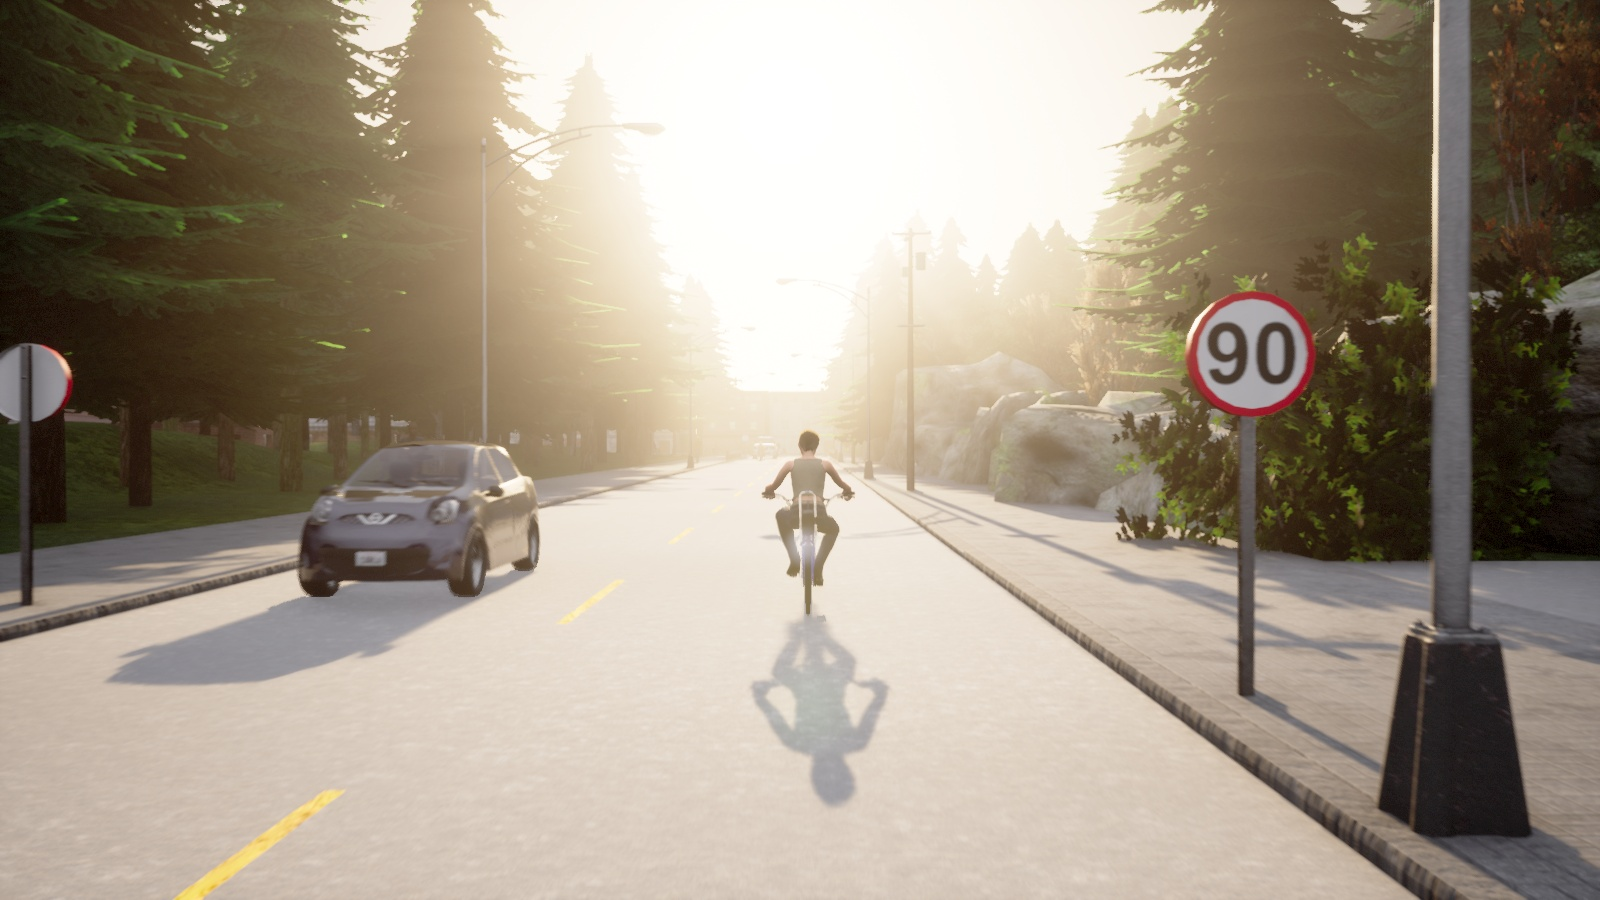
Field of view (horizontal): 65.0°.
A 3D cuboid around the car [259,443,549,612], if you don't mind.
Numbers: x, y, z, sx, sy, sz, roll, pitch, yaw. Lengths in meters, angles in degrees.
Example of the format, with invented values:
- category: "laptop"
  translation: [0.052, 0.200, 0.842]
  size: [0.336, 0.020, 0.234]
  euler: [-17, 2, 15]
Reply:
- category: "car"
  translation: [-3.912, 0.683, 13.063]
  size: [1.845, 1.501, 3.633]
  euler: [0, 0, 0]

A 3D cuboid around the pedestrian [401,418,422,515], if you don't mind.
- category: "pedestrian"
  translation: [-7.495, 0.313, 24.239]
  size: [0.370, 1.835, 0.726]
  euler: [0, 0, -16]

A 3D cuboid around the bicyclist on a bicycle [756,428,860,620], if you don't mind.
- category: "bicyclist on a bicycle"
  translation: [0.074, 0.619, 11.316]
  size: [0.866, 1.612, 1.509]
  euler: [0, 0, 1]
